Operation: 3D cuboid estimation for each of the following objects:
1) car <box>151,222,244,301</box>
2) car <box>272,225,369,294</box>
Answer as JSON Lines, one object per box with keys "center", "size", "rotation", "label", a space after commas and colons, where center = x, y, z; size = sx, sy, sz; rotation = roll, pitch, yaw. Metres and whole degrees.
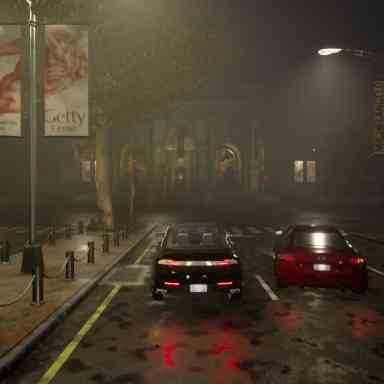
{"center": [0.078, 1.492, 8.322], "size": [2.128, 1.511, 4.902], "rotation": [0, 0, -1], "label": "car"}
{"center": [3.250, 1.564, 8.974], "size": [1.994, 1.385, 4.181], "rotation": [0, 0, 14], "label": "car"}
